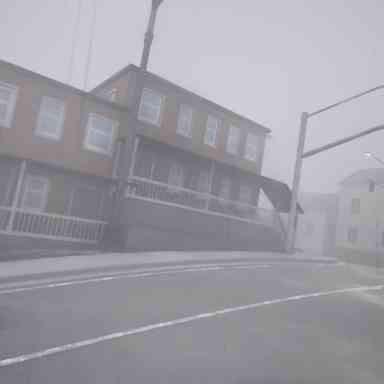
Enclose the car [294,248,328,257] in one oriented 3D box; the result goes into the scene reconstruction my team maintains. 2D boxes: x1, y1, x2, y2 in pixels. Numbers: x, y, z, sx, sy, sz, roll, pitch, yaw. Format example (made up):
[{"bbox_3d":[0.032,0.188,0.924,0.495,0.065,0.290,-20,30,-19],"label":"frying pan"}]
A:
[{"bbox_3d":[9.705,5.695,29.287,1.812,1.442,4.674,14,-16,-34],"label":"car"}]
